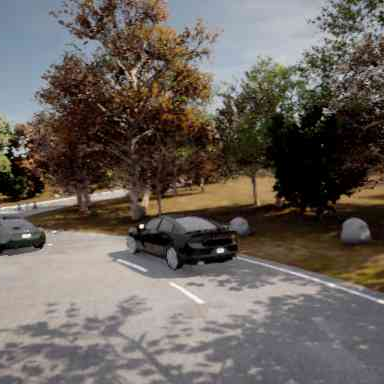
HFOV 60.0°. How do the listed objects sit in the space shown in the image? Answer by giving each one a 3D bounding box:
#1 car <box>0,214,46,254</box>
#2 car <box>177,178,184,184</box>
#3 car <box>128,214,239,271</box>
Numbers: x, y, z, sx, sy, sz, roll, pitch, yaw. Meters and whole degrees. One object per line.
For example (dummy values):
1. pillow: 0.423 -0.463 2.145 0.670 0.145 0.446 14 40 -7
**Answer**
1. car: -8.078 1.707 14.057 4.181 1.385 1.994 -1 0 35
2. car: -3.266 -3.027 89.435 2.097 1.767 4.553 -1 5 21
3. car: -0.553 1.475 11.194 1.882 1.535 5.008 -1 0 -33
